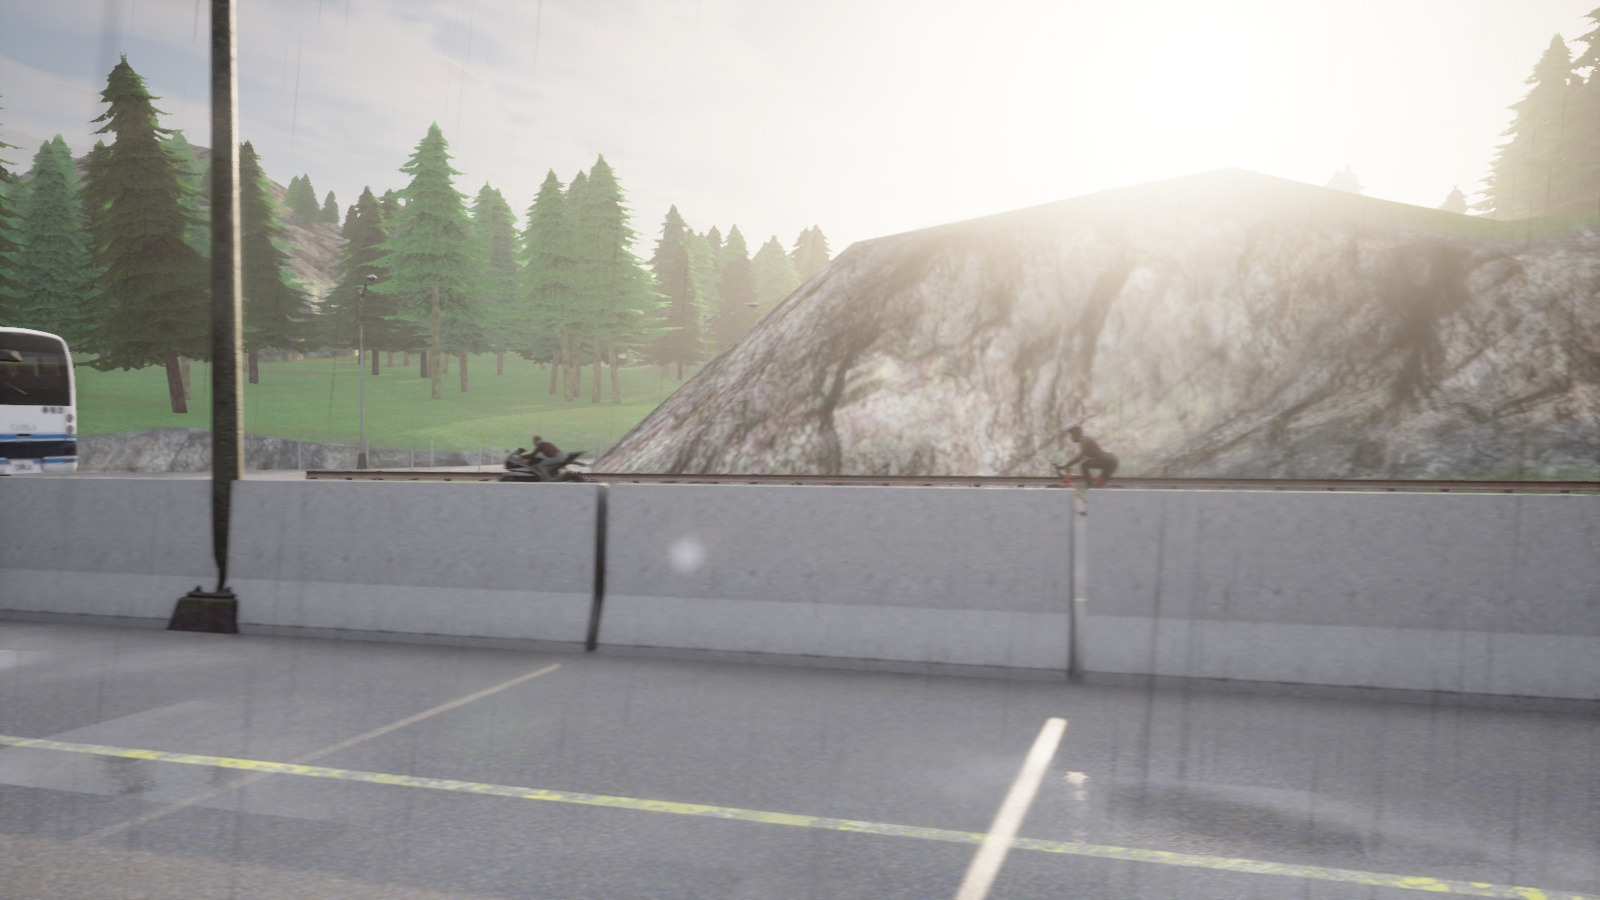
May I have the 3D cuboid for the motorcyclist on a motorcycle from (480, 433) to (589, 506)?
[{"bbox_3d":[-5.770,0.403,27.289,2.191,1.530,0.866,0,1,19],"label":"motorcyclist on a motorcycle"}]

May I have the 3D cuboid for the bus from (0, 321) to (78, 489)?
[{"bbox_3d":[-25.034,-1.185,33.750,10.273,4.253,3.944,1,1,19],"label":"bus"}]

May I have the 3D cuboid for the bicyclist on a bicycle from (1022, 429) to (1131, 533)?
[{"bbox_3d":[4.434,0.473,20.163,1.656,1.620,0.582,0,1,19],"label":"bicyclist on a bicycle"}]
